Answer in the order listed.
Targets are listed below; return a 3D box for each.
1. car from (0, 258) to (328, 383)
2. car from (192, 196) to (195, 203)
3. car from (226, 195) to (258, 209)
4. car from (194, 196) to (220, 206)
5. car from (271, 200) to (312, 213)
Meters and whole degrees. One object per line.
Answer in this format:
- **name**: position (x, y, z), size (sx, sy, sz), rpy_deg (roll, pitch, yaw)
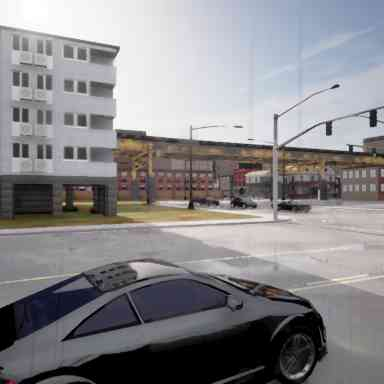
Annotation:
- **car**: position (-0.331, 1.564, 4.088), size (4.181, 1.385, 1.994), rpy_deg (0, 0, -30)
- **car**: position (0.775, 1.547, 65.799), size (2.033, 1.411, 5.357), rpy_deg (0, 0, 3)
- **car**: position (7.079, 1.505, 45.771), size (1.837, 1.490, 4.892), rpy_deg (0, 0, -25)
- **car**: position (2.735, 1.547, 55.310), size (2.033, 1.411, 5.357), rpy_deg (0, 0, -21)
- **car**: position (11.095, 1.601, 37.298), size (1.895, 1.301, 4.718), rpy_deg (0, 0, -26)
